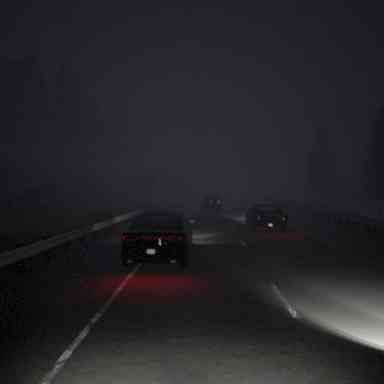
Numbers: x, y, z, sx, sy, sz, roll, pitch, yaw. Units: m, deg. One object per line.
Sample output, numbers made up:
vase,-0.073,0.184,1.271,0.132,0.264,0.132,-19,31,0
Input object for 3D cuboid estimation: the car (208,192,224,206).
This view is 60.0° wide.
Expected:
car,3.450,0.936,47.267,2.097,1.767,4.553,0,1,7

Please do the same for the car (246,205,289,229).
car,4.350,1.423,19.959,1.895,1.301,4.718,0,1,4

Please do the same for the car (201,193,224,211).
car,2.127,1.040,35.257,2.097,1.767,4.553,0,0,7

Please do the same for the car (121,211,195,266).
car,-0.981,1.378,11.159,1.882,1.535,5.008,0,1,2
